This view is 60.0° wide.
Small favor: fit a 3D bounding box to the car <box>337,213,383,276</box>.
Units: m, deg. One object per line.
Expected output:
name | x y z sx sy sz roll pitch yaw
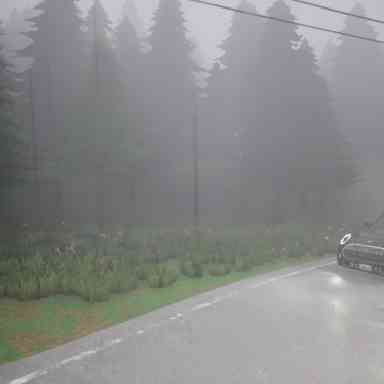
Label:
car | 6.307 1.320 9.641 4.553 1.767 2.097 0 0 -32
